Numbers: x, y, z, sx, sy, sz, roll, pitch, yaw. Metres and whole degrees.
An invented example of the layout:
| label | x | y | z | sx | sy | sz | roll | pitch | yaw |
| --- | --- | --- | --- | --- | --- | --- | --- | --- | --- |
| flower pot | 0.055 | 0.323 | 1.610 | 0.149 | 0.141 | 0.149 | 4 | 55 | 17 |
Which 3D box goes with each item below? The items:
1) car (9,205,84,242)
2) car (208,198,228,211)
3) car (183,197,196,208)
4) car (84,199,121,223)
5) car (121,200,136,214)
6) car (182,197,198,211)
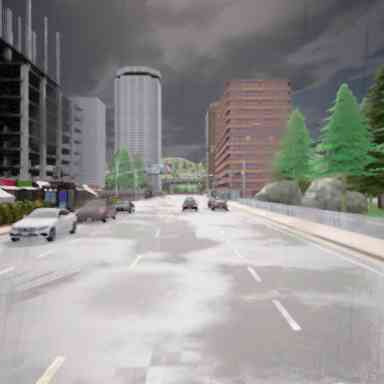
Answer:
| label | x | y | z | sx | sy | sz | roll | pitch | yaw |
| --- | --- | --- | --- | --- | --- | --- | --- | --- | --- |
| car | -7.198 | 1.528 | 16.656 | 1.812 | 1.442 | 4.674 | 0 | 0 | 0 |
| car | 3.251 | 1.507 | 39.944 | 1.812 | 1.442 | 4.674 | 0 | 0 | 0 |
| car | -0.305 | 1.488 | 49.159 | 1.837 | 1.490 | 4.892 | 0 | 0 | 0 |
| car | -7.250 | 1.351 | 25.664 | 2.097 | 1.767 | 4.553 | 0 | 0 | 0 |
| car | -7.288 | 1.559 | 35.590 | 1.994 | 1.385 | 4.181 | 0 | 0 | 0 |
| car | -0.246 | 1.587 | 39.603 | 1.895 | 1.301 | 4.718 | 0 | 0 | 0 |
